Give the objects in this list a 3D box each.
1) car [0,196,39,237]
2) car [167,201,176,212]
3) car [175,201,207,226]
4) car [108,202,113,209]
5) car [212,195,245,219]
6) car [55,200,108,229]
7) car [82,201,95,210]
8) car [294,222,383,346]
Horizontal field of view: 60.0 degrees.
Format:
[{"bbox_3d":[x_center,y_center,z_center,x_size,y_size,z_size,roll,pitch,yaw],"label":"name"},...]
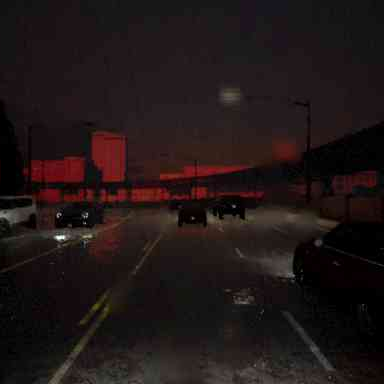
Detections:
[{"bbox_3d":[-10.629,1.247,18.524,2.150,2.045,5.566,0,0,0],"label":"car"},{"bbox_3d":[-1.901,1.737,40.864,1.994,1.385,4.181,0,-1,-10],"label":"car"},{"bbox_3d":[-0.023,1.509,23.610,1.882,1.535,5.008,0,0,-2],"label":"car"},{"bbox_3d":[-16.224,2.573,63.037,1.994,1.385,4.181,1,-3,-23],"label":"car"},{"bbox_3d":[3.169,1.270,29.450,2.150,2.045,5.566,0,0,-4],"label":"car"},{"bbox_3d":[-7.227,1.380,21.787,2.097,1.767,4.553,0,0,-1],"label":"car"},{"bbox_3d":[-18.625,2.416,59.723,1.812,1.442,4.674,1,-3,-22],"label":"car"},{"bbox_3d":[3.599,1.361,6.545,2.097,1.767,4.553,0,0,0],"label":"car"}]
